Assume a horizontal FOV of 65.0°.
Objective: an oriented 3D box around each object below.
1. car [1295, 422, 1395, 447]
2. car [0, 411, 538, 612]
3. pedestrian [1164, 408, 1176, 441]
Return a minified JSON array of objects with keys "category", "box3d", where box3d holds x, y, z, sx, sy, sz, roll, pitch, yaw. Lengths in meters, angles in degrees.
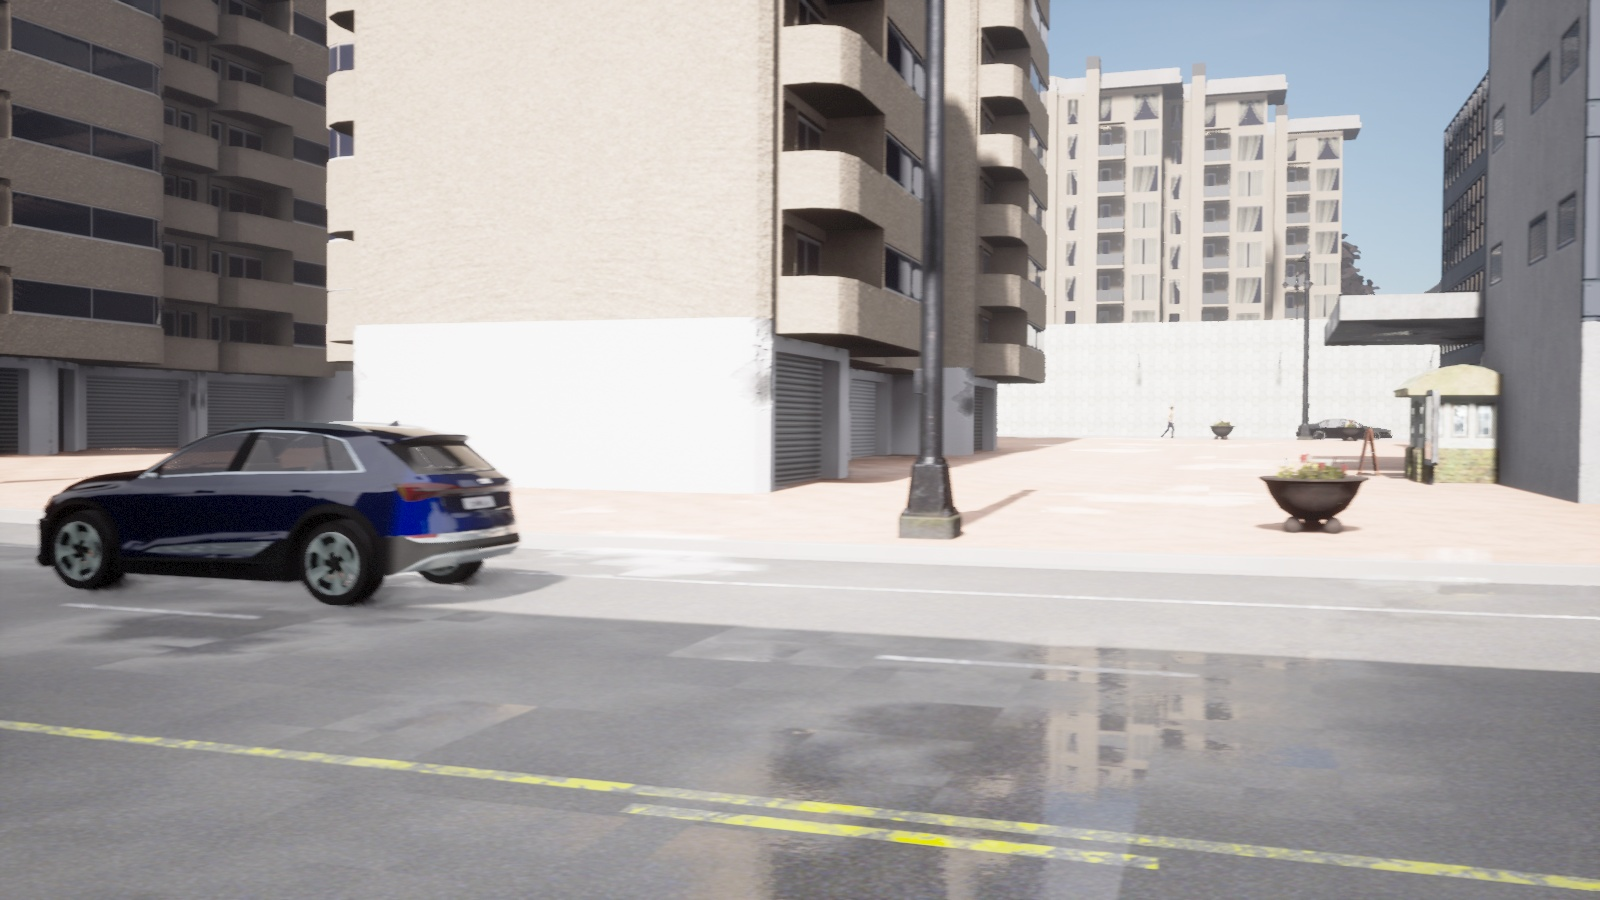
[{"category":"car","box3d":[32.704,-0.935,75.540,5.357,1.411,2.033,1,1,20]},{"category":"car","box3d":[-5.250,0.480,12.344,4.856,1.649,2.033,1,1,19]},{"category":"pedestrian","box3d":[20.632,-1.406,69.965,0.594,1.836,0.345,1,1,16]}]
